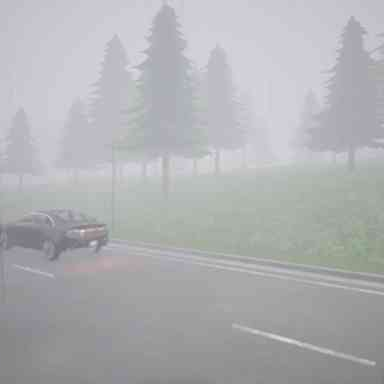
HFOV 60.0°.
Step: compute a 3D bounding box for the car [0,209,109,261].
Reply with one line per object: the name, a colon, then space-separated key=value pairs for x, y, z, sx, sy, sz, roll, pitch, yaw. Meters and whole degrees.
car: x=-5.061 y=1.377 z=11.864 sx=4.902 sy=1.511 sz=2.128 roll=1 pitch=0 yaw=36
